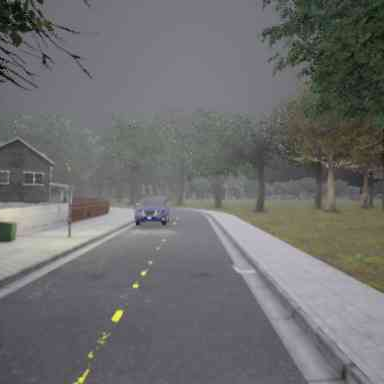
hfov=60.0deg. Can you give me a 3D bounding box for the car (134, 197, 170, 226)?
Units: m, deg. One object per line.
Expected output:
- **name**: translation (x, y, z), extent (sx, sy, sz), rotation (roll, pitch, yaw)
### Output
- **car**: translation (-2.831, 1.379, 24.870), extent (2.150, 2.045, 5.566), rotation (0, 0, 0)
